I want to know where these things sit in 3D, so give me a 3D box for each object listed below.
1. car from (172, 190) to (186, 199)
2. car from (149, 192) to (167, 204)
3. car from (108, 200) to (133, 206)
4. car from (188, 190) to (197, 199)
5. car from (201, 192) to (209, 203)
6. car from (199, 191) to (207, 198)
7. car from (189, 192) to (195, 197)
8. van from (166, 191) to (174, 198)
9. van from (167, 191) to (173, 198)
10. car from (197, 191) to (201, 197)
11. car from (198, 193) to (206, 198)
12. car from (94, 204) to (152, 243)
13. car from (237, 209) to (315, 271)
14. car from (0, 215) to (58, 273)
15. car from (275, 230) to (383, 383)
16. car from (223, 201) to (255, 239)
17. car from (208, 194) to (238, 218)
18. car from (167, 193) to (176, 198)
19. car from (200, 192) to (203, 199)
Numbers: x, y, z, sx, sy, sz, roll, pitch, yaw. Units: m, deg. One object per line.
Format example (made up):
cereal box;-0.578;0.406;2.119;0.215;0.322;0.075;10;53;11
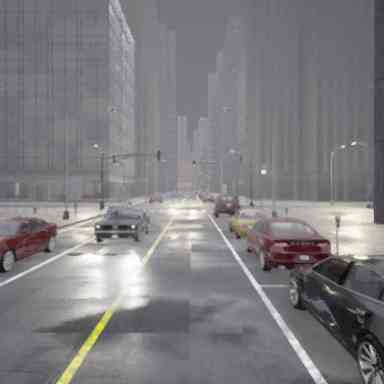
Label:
car;-2.980;0.762;79.866;2.097;1.767;4.553;0;0;0
car;-5.748;0.904;54.170;2.192;1.841;5.009;0;0;0
car;-5.755;1.338;27.319;2.008;1.369;4.403;0;0;0
car;0.021;0.909;84.007;2.033;1.411;5.357;0;0;0
car;2.777;1.170;54.190;1.802;1.307;4.206;0;0;0
car;2.779;1.053;65.426;1.887;1.381;4.507;0;0;0
car;0.024;0.763;94.838;1.837;1.490;4.892;0;0;0
van;-5.740;0.692;87.882;1.690;1.788;3.998;0;0;0
van;-5.741;0.731;82.264;1.690;1.788;3.998;0;0;0
car;2.782;0.744;76.661;2.192;1.841;5.009;0;0;0
car;2.786;0.878;93.517;1.947;1.339;4.313;0;0;0
car;-3.092;1.478;15.622;1.895;1.301;4.718;0;0;0
car;2.766;1.462;10.427;1.887;1.381;4.507;0;0;0
car;-5.759;1.462;10.411;1.887;1.381;4.507;0;0;0
car;2.764;1.527;4.791;1.947;1.339;4.313;0;0;0
car;2.767;1.397;16.233;1.752;1.417;4.829;0;0;0
car;2.770;1.102;27.334;2.192;1.841;5.009;0;0;0
car;-5.739;0.863;93.502;2.008;1.369;4.403;0;0;0
car;2.778;1.130;59.808;1.802;1.307;4.206;0;0;0
